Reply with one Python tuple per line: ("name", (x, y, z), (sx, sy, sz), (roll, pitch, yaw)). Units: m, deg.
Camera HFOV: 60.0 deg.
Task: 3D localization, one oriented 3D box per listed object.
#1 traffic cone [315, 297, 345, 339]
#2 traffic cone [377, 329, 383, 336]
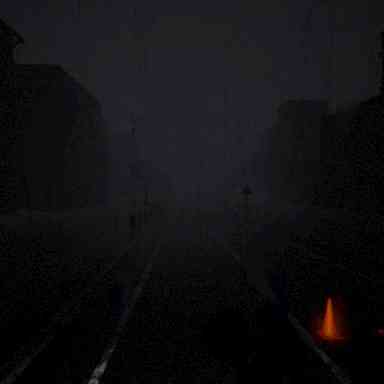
("traffic cone", (2.192, 1.979, 5.302), (0.340, 0.580, 0.340), (0, 0, 1))
("traffic cone", (3.192, 1.979, 5.287), (0.340, 0.580, 0.340), (0, 0, 1))
